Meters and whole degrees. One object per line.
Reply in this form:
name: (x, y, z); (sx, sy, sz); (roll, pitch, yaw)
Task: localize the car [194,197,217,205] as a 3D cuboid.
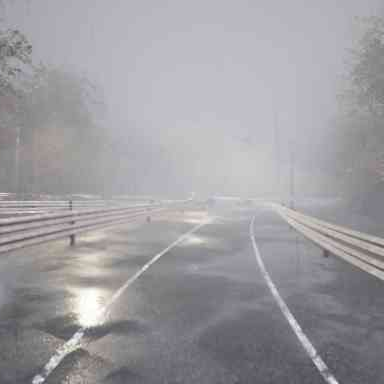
car: (3.073, 1.747, 64.182); (1.882, 1.535, 5.008); (2, 0, 32)

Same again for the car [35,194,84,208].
car: (-16.086, 1.086, 40.598); (2.033, 1.411, 5.357); (2, 0, 32)

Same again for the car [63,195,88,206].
car: (-14.209, 1.165, 37.030); (2.033, 1.411, 5.357); (2, 0, 32)

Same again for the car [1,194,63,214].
car: (-14.507, 0.962, 30.035); (2.097, 1.767, 4.553); (2, 0, 32)

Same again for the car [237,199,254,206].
car: (11.421, 2.123, 70.787); (2.033, 1.411, 5.357); (2, 0, 32)
